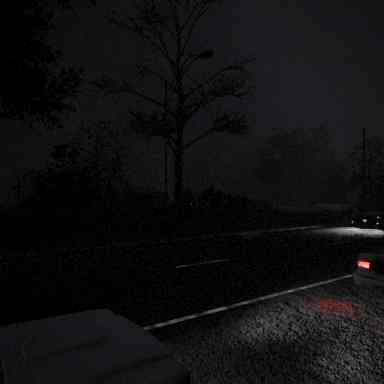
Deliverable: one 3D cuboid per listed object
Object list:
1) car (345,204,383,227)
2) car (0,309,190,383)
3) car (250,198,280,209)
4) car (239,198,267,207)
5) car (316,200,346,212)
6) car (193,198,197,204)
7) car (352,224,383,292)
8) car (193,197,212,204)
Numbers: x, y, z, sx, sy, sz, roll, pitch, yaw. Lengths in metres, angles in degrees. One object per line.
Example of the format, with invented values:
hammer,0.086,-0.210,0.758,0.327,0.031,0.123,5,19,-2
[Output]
car,12.020,1.564,21.556,4.181,1.385,1.994,0,0,-41
car,-2.262,1.601,2.099,4.718,1.301,1.895,0,0,-35
car,9.551,1.628,44.488,1.895,1.301,4.718,0,0,-27
car,9.553,1.666,52.269,1.895,1.301,4.718,0,0,-26
car,16.765,1.604,38.367,1.895,1.301,4.718,0,0,-29
car,-0.262,1.721,65.863,1.837,1.490,4.892,0,-1,-22
car,5.953,1.547,7.816,5.357,1.411,2.033,0,0,-34
car,2.114,1.767,69.158,2.128,1.511,4.902,0,-1,-22
